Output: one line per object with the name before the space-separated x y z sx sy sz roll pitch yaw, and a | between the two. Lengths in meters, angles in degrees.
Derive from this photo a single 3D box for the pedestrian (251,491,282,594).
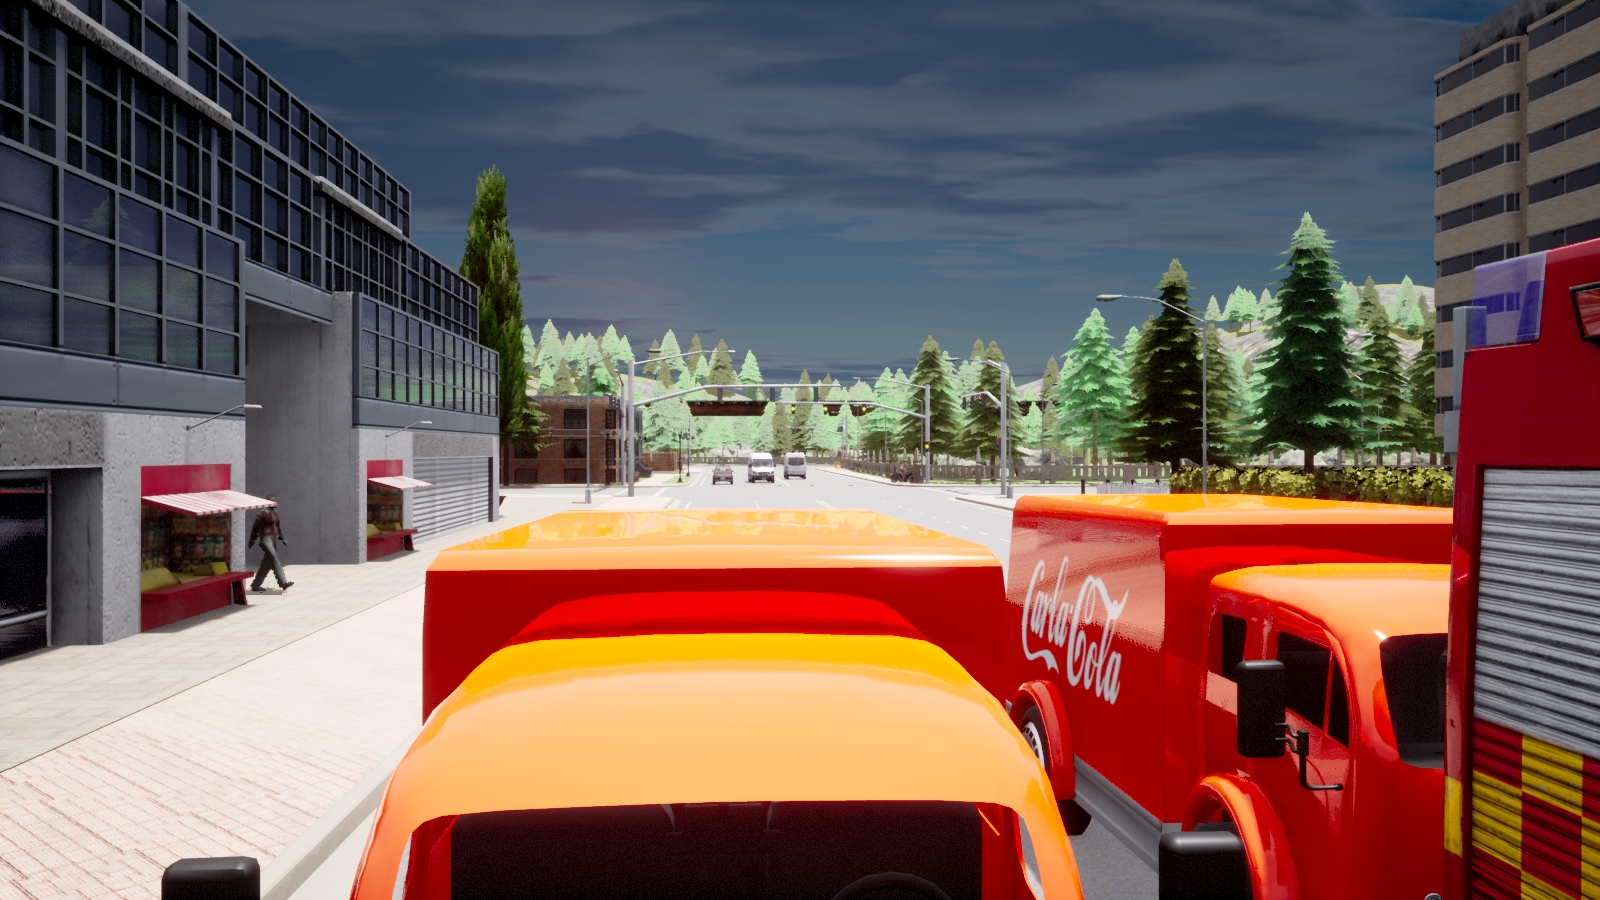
pedestrian | -9.816 1.698 21.025 0.375 1.860 0.375 0 0 17

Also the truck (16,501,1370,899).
truck | -0.347 1.568 4.821 2.627 2.467 5.204 0 0 -4

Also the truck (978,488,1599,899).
truck | 3.003 1.568 7.234 2.627 2.467 5.204 0 0 -4

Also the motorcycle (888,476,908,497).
motorcycle | 5.944 2.205 69.519 0.867 1.251 2.209 0 0 -4
